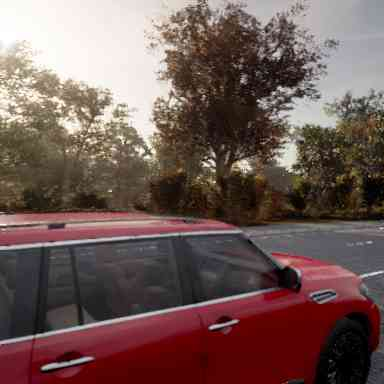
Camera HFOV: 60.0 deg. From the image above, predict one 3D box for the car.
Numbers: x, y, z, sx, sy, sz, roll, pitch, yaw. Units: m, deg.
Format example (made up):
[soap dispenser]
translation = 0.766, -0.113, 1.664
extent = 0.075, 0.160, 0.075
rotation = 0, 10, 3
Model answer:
[car]
translation = -0.430, 1.208, 3.314
extent = 5.566, 2.045, 2.150
rotation = 0, 0, -34
